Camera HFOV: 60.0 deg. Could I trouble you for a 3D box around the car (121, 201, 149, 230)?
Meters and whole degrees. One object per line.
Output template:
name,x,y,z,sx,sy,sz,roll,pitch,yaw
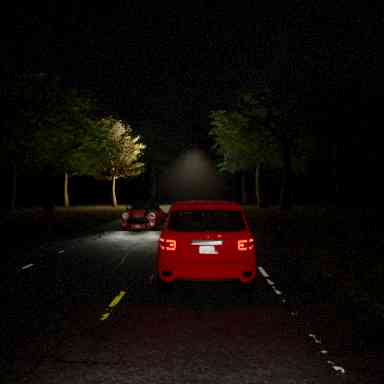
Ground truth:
car,-3.017,1.363,21.030,2.097,1.767,4.553,0,0,2

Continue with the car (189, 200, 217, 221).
car,0.892,1.512,28.173,2.128,1.511,4.902,0,0,1

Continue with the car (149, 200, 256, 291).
car,0.351,1.227,9.199,2.150,2.045,5.566,0,0,1
